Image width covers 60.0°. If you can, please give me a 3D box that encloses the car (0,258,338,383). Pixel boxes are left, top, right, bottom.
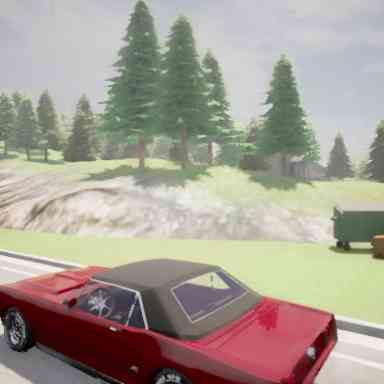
[{"bbox_3d":[-0.723,1.613,4.507,4.718,1.301,1.895,0,0,35],"label":"car"}]
